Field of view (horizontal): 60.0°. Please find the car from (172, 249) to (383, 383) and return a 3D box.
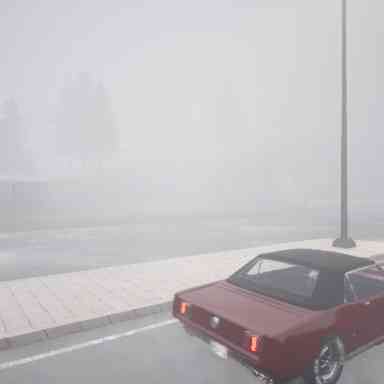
[{"bbox_3d":[2.133,1.600,5.266,4.718,1.301,1.895,0,0,-35],"label":"car"}]
